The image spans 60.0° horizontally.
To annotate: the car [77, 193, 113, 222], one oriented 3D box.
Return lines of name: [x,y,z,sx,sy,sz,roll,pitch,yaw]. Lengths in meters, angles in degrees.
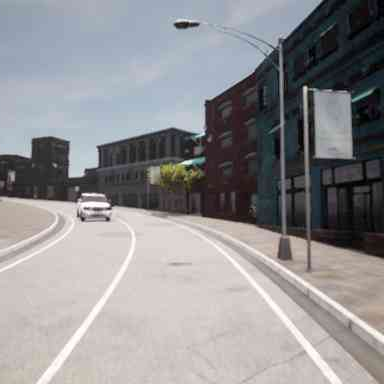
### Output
car: [-7.709,1.141,26.125,2.150,2.045,5.566,2,0,-23]
